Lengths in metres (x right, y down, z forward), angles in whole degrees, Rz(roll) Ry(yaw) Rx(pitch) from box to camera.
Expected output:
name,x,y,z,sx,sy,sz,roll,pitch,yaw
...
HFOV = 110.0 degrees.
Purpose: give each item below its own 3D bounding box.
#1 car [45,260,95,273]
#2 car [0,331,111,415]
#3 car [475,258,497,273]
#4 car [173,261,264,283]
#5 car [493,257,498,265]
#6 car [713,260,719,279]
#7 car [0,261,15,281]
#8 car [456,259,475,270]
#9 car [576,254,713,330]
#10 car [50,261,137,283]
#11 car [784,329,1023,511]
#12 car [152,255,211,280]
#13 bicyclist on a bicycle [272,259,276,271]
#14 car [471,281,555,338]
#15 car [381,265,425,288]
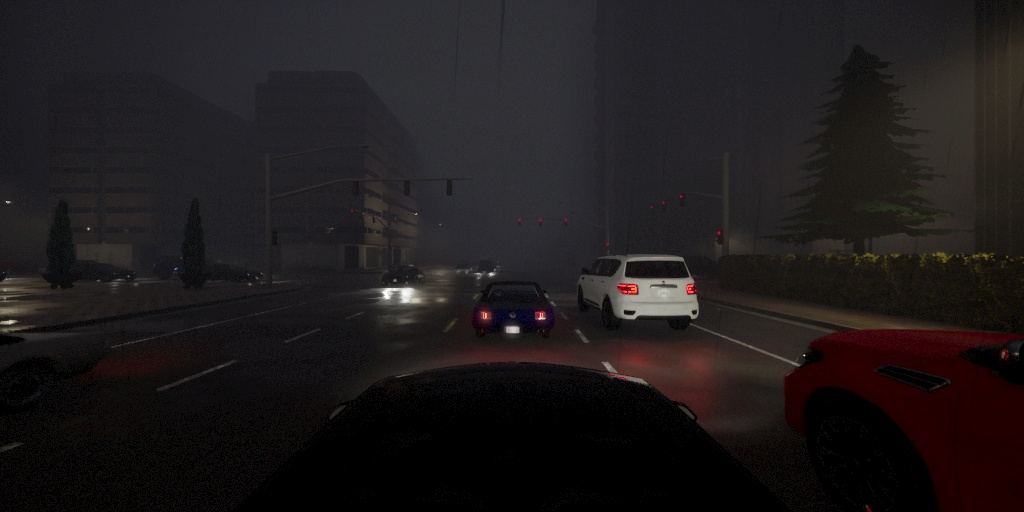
name,x,y,z,sx,sy,sz,roll,pitch,yaw
car,-36.971,1.102,30.927,4.553,1.767,2.097,0,0,1
car,-7.101,1.351,3.227,1.895,1.301,4.718,0,0,0
car,-3.264,1.256,43.797,1.837,1.490,4.892,0,0,-7
car,-22.006,1.297,27.272,5.357,1.411,2.033,0,0,1
car,-3.674,1.254,58.419,1.837,1.490,4.892,0,0,0
car,15.733,0.971,30.516,5.566,2.045,2.150,0,0,2
car,-41.843,1.276,27.466,4.674,1.442,1.812,0,0,1
car,-7.177,1.297,53.682,2.033,1.411,5.357,0,0,0
car,3.575,0.971,11.300,2.150,2.045,5.566,0,0,-2
car,-31.590,1.276,27.379,4.674,1.442,1.812,0,0,1
car,3.601,0.971,0.938,2.150,2.045,5.566,0,0,0
car,-27.502,0.972,30.842,5.566,2.045,2.150,0,0,0
bicyclist on a bicycle,-28.697,1.051,42.836,0.582,1.620,1.656,0,0,0
car,0.044,1.351,10.171,1.895,1.301,4.718,0,0,0
car,-7.136,1.314,23.862,1.994,1.385,4.181,0,0,0
